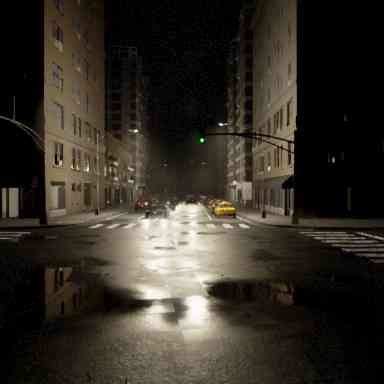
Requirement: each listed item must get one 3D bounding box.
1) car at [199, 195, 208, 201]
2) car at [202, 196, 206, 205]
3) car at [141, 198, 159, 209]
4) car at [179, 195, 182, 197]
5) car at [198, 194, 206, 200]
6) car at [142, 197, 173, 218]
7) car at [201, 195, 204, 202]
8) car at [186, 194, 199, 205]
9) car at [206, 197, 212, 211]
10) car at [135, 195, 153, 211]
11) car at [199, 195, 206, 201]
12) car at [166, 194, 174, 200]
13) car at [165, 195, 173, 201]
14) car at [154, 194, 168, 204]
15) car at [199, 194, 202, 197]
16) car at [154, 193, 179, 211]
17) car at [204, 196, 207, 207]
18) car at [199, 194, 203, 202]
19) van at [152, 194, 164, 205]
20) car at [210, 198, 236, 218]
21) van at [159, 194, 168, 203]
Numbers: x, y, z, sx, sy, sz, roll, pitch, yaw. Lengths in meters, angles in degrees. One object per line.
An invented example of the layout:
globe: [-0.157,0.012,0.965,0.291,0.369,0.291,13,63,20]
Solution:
car: [2.646,1.495,79.227,2.008,1.369,4.403,0,0,0]
car: [2.817,1.548,46.072,1.947,1.339,4.313,0,0,0]
car: [-5.709,1.533,46.029,2.008,1.369,4.403,0,0,0]
car: [-3.144,1.576,54.118,1.895,1.301,4.718,0,0,0]
car: [2.589,1.369,90.278,1.967,1.590,4.097,0,0,0]
car: [-3.046,1.497,29.890,1.837,1.490,4.892,0,0,0]
car: [2.788,1.522,51.598,1.887,1.381,4.507,0,0,0]
car: [-0.107,1.496,59.013,1.812,1.442,4.674,0,0,0]
car: [2.873,1.429,35.020,1.967,1.590,4.097,0,0,0]
car: [-5.681,1.301,40.503,2.192,1.841,5.009,0,0,0]
car: [2.618,1.519,84.753,1.802,1.307,4.206,0,0,0]
car: [-5.937,1.370,90.235,1.967,1.590,4.097,0,0,0]
car: [-5.907,1.463,84.539,1.752,1.417,4.829,0,0,0]
car: [-5.794,1.281,62.606,2.192,1.841,5.009,0,0,0]
car: [2.732,1.548,62.650,1.802,1.307,4.206,0,0,0]
car: [-3.095,1.206,40.521,2.150,2.045,5.566,0,0,0]
car: [2.845,1.537,40.546,2.008,1.369,4.403,0,0,0]
car: [2.760,1.523,57.124,2.008,1.369,4.403,0,0,0]
van: [-5.766,1.313,57.080,1.690,1.788,3.998,0,0,0]
car: [2.901,1.517,29.664,1.752,1.417,4.829,0,0,0]
van: [-5.820,1.301,68.131,1.690,1.788,3.998,0,0,0]
